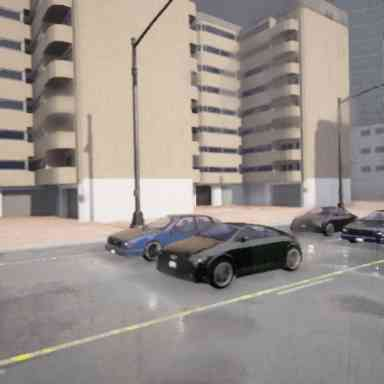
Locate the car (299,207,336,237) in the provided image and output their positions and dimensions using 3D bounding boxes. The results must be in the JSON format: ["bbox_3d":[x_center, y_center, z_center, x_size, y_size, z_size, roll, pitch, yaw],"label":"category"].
[{"bbox_3d":[7.200,1.508,17.811,4.181,1.385,1.994,0,0,-36],"label":"car"}]

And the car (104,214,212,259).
[{"bbox_3d":[-0.398,1.525,12.335,5.357,1.411,2.033,0,0,-36],"label":"car"}]

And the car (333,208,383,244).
[{"bbox_3d":[8.763,1.482,14.616,5.357,1.411,2.033,0,0,-35],"label":"car"}]

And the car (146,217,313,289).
[{"bbox_3d":[1.141,1.534,9.138,4.181,1.385,1.994,0,0,-36],"label":"car"}]
